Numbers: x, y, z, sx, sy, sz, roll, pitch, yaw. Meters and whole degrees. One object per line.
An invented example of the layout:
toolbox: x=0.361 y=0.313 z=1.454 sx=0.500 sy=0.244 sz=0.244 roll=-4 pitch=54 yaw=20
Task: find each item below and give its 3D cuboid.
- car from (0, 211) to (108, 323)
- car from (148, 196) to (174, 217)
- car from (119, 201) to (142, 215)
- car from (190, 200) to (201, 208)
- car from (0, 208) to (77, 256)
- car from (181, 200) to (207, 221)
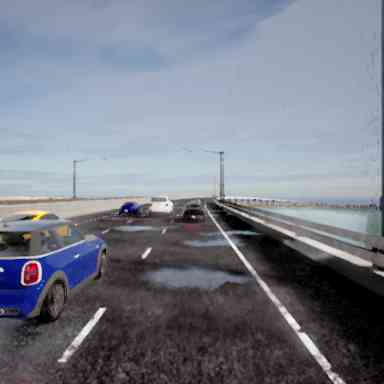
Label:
car: x=-3.384 y=1.397 z=7.457 sx=2.097 sy=1.767 sz=4.553 roll=0 pitch=0 yaw=0
car: x=-3.183 y=1.431 z=34.589 sx=2.150 sy=2.045 sz=5.566 roll=0 pitch=0 yaw=1
car: x=-6.662 y=1.744 z=36.098 sx=1.812 sy=1.442 sz=4.674 roll=0 pitch=0 yaw=1
car: x=0.605 y=1.987 z=56.705 sx=1.895 sy=1.301 sz=4.718 roll=0 pitch=0 yaw=1
car: x=-6.857 y=1.565 z=14.586 sx=1.882 sy=1.535 sz=5.008 roll=0 pitch=0 yaw=0
car: x=0.162 y=1.727 z=28.659 sx=1.837 sy=1.490 sz=4.892 roll=0 pitch=0 yaw=1
